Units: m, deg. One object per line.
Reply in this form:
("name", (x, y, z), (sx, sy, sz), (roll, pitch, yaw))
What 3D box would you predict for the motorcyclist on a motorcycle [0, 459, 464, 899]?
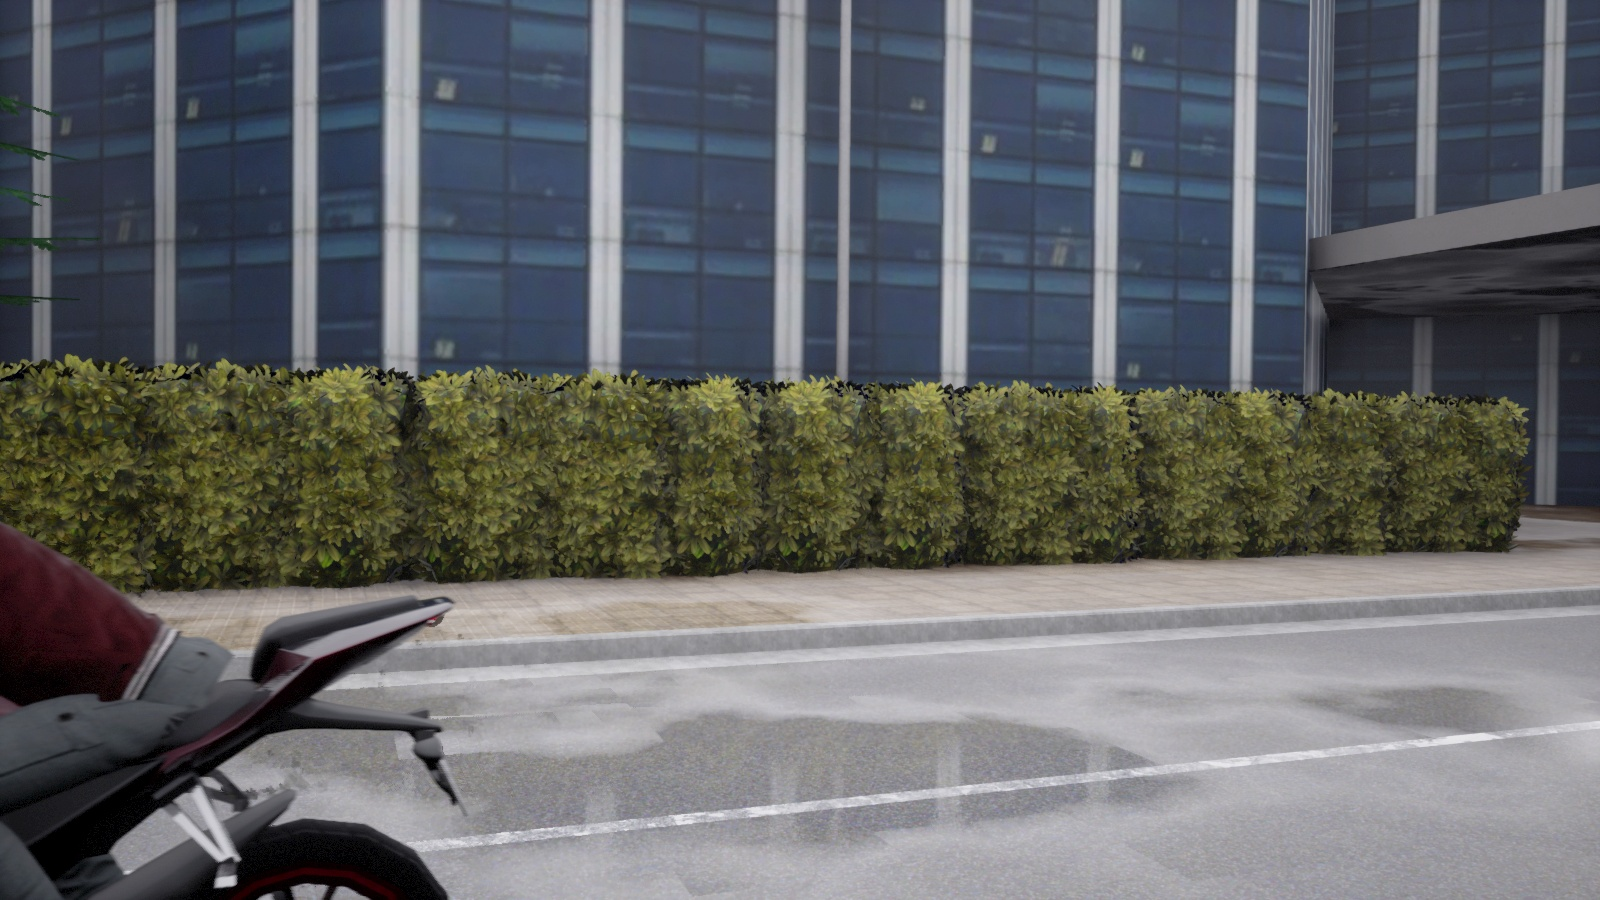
("motorcyclist on a motorcycle", (-1.853, 0.812, 2.536), (2.191, 1.530, 0.866), (-1, 1, -21))
